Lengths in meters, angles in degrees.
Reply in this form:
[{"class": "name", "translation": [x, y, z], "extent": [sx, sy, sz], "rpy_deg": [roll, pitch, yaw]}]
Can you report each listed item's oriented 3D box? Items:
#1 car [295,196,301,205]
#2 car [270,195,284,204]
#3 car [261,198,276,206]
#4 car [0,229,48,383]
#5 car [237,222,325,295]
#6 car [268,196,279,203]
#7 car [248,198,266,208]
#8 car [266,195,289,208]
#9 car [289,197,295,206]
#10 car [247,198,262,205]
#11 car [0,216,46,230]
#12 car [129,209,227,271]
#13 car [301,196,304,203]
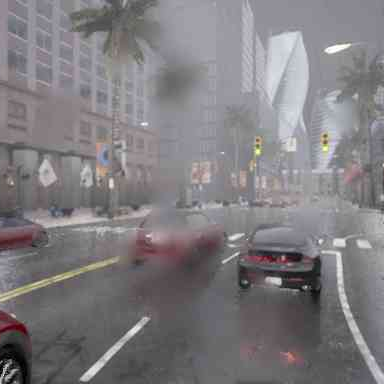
[{"class": "car", "translation": [22.170, 1.849, 73.375], "extent": [2.097, 1.767, 4.553], "rpy_deg": [0, 0, 23]}, {"class": "car", "translation": [19.518, 1.731, 76.062], "extent": [2.150, 2.045, 5.566], "rpy_deg": [0, 0, 23]}, {"class": "car", "translation": [15.321, 1.916, 66.341], "extent": [1.882, 1.535, 5.008], "rpy_deg": [0, 0, 24]}, {"class": "car", "translation": [-2.994, 1.359, 1.898], "extent": [2.097, 1.767, 4.553], "rpy_deg": [0, 0, 6]}, {"class": "car", "translation": [2.513, 1.568, 9.067], "extent": [1.837, 1.490, 4.892], "rpy_deg": [0, 0, 20]}, {"class": "car", "translation": [21.781, 1.945, 89.230], "extent": [2.185, 1.767, 4.553], "rpy_deg": [0, 0, 23]}, {"class": "car", "translation": [11.227, 1.851, 56.993], "extent": [1.882, 1.535, 5.008], "rpy_deg": [0, 0, 24]}, {"class": "car", "translation": [14.188, 1.718, 55.033], "extent": [2.097, 1.767, 4.553], "rpy_deg": [0, 0, 23]}, {"class": "car", "translation": [18.083, 1.906, 63.949], "extent": [1.882, 1.535, 5.008], "rpy_deg": [0, 0, 24]}, {"class": "car", "translation": [13.050, 1.964, 69.110], "extent": [2.161, 1.482, 4.786], "rpy_deg": [0, 0, 23]}, {"class": "car", "translation": [-7.610, 1.630, 12.734], "extent": [1.994, 1.385, 4.181], "rpy_deg": [0, 0, 19]}, {"class": "car", "translation": [-0.256, 1.423, 11.536], "extent": [2.097, 1.767, 4.553], "rpy_deg": [0, 0, 21]}, {"class": "car", "translation": [28.260, 1.869, 87.621], "extent": [2.097, 1.767, 4.553], "rpy_deg": [0, 0, 23]}]
